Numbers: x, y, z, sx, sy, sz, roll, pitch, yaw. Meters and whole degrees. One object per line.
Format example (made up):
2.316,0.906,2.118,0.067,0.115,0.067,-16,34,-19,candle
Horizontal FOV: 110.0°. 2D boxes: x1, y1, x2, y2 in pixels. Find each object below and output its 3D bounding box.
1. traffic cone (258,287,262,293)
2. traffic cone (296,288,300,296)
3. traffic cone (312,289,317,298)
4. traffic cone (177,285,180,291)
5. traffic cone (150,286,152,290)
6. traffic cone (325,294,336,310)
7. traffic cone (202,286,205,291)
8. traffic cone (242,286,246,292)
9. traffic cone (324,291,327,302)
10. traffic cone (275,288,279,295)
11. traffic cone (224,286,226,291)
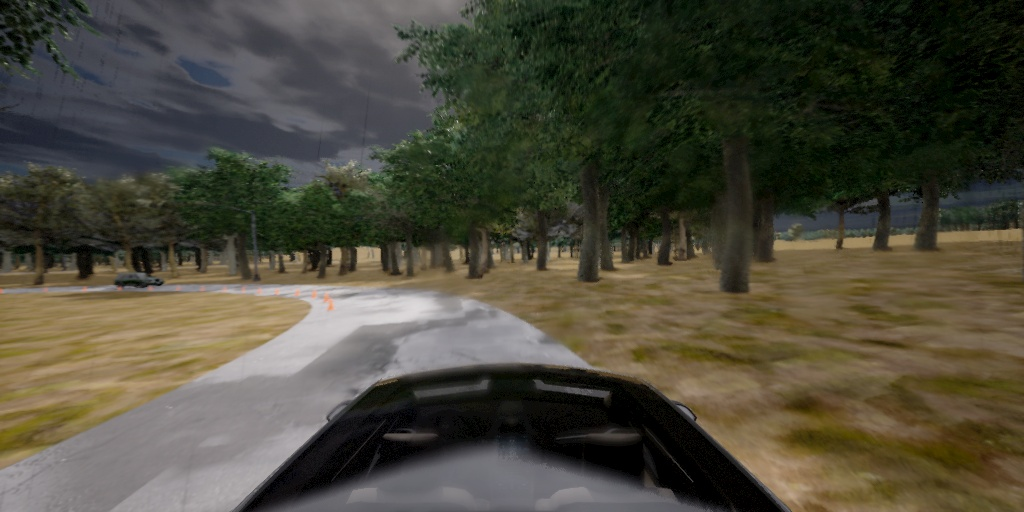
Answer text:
-23.950,3.235,34.071,0.340,0.580,0.340,0,0,40,traffic cone
-16.499,2.758,27.621,0.340,0.580,0.340,0,0,43,traffic cone
-13.308,2.519,24.201,0.340,0.580,0.340,0,0,-40,traffic cone
-40.300,3.858,43.339,0.340,0.580,0.340,0,0,18,traffic cone
-44.861,3.960,44.556,0.340,0.580,0.340,0,0,12,traffic cone
-8.236,2.155,16.353,0.340,0.580,0.340,0,0,-26,traffic cone
-35.886,3.733,41.664,0.340,0.580,0.340,0,0,24,traffic cone
-27.681,3.422,37.015,0.340,0.580,0.340,0,0,35,traffic cone
-10.540,2.318,20.428,0.340,0.580,0.340,0,0,-33,traffic cone
-20.153,3.013,30.821,0.340,0.580,0.340,0,0,40,traffic cone
-31.665,3.588,39.549,0.340,0.580,0.340,0,0,29,traffic cone
